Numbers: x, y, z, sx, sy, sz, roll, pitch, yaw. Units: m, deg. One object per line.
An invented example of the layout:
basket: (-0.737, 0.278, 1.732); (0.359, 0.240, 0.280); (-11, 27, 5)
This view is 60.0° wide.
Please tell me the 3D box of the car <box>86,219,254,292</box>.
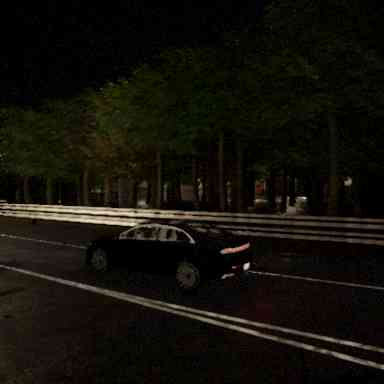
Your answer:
car: (-0.773, 1.496, 8.983); (4.902, 1.511, 2.128); (0, 0, 33)
